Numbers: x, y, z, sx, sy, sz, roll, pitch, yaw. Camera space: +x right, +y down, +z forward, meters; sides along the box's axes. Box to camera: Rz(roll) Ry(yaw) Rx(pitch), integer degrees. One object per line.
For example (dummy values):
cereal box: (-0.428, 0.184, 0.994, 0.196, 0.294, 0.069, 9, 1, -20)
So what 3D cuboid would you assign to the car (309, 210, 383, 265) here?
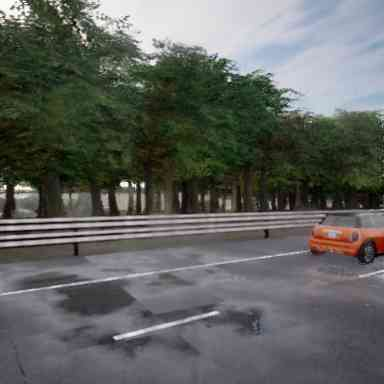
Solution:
car: (6.613, 1.562, 12.796, 4.553, 1.767, 2.097, 1, -1, -35)
